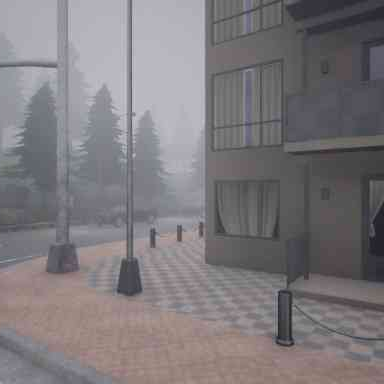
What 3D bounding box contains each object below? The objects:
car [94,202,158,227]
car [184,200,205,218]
[{"bbox_3d":[-4.477,1.493,23.122,1.882,1.535,5.008,0,0,35],"label":"car"},{"bbox_3d":[1.188,1.493,31.278,1.882,1.535,5.008,0,0,35],"label":"car"}]
